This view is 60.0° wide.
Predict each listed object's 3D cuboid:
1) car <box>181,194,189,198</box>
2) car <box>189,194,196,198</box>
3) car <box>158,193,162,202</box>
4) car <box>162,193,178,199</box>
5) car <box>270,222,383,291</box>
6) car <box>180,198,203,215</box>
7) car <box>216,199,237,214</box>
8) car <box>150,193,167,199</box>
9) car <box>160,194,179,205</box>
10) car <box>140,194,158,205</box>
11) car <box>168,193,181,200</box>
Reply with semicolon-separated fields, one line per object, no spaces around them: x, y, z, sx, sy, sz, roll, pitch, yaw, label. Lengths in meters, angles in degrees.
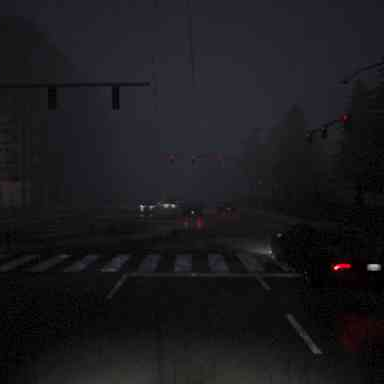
-3.425;1.322;79.299;2.033;1.411;5.357;0;0;-26;car
-0.678;1.274;81.710;1.837;1.490;4.892;0;0;-26;car
-7.637;1.289;69.137;1.882;1.535;5.008;0;0;-8;car
-6.105;1.099;90.559;1.837;1.490;4.892;0;0;-41;car
3.582;1.521;9.050;2.033;1.411;5.357;0;0;0;car
0.050;1.512;32.003;1.895;1.301;4.718;0;0;0;car
3.552;1.429;34.606;1.812;1.442;4.674;0;0;0;car
-8.890;1.134;88.439;2.128;1.511;4.902;0;0;-41;car
-3.643;1.412;55.376;1.994;1.385;4.181;0;0;0;car
-7.137;1.378;53.873;1.812;1.442;4.674;0;0;0;car
-4.334;1.346;70.599;2.033;1.411;5.357;0;0;-11;car
